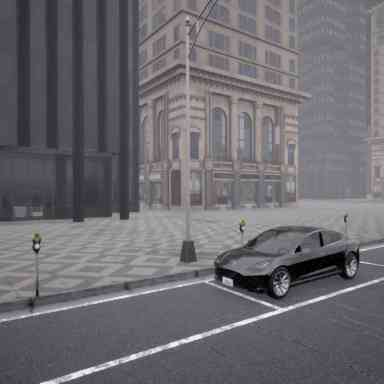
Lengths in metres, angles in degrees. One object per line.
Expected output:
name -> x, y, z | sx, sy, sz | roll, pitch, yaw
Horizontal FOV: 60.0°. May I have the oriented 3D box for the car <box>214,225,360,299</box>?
car -> 2.546, 1.565, 8.452 | 4.313, 1.339, 1.947 | 0, 0, -35
